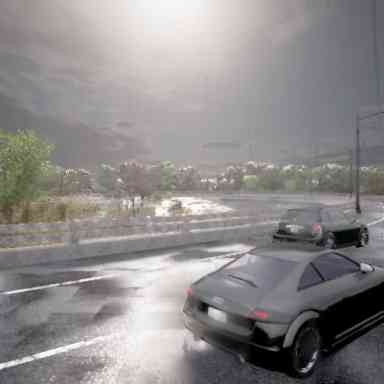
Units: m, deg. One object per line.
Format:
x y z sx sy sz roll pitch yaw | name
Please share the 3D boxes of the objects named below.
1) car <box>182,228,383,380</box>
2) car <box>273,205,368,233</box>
1.878 1.571 5.612 4.181 1.385 1.994 0 0 -39 | car
5.184 1.369 13.170 4.553 1.767 2.097 0 0 -43 | car
